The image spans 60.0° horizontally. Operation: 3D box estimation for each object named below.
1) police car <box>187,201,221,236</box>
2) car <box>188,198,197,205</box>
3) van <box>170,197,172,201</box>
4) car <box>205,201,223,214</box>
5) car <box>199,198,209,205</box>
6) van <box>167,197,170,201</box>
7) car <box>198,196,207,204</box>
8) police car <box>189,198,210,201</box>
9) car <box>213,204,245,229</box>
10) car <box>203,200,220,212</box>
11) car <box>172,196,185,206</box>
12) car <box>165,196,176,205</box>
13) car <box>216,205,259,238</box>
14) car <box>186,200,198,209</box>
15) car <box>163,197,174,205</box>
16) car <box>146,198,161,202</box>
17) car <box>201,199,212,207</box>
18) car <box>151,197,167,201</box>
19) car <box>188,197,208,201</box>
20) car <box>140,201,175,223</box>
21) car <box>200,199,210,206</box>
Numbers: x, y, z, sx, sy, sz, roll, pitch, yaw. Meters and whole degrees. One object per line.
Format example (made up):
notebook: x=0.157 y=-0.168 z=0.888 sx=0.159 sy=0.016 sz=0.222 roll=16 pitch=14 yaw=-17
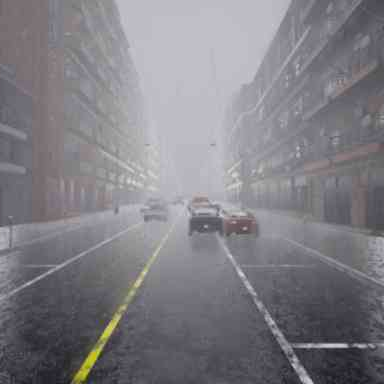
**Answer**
police car: x=0.733 y=1.569 z=19.417 sx=1.930 sy=1.638 sz=5.238 roll=0 pitch=0 yaw=0
car: x=0.090 y=2.038 z=70.035 sx=1.812 sy=1.442 sz=4.674 roll=0 pitch=-1 yaw=0
van: x=-5.211 y=1.876 z=62.957 sx=1.690 sy=1.788 sz=3.998 roll=1 pitch=-1 yaw=0
car: x=2.636 y=1.869 z=40.761 sx=1.887 sy=1.381 sz=4.507 roll=1 pitch=-1 yaw=0
car: x=2.688 y=2.089 z=73.946 sx=1.967 sy=1.590 sz=4.097 roll=1 pitch=-1 yaw=0
van: x=-5.218 y=1.821 z=57.425 sx=1.690 sy=1.788 sz=3.998 roll=1 pitch=-1 yaw=0
car: x=2.663 y=2.083 z=85.008 sx=2.192 sy=1.841 sz=5.009 roll=1 pitch=-1 yaw=0
police car: x=0.862 y=1.650 z=29.422 sx=1.930 sy=1.638 sz=5.238 roll=0 pitch=0 yaw=0
car: x=2.615 y=1.708 z=24.341 sx=1.752 sy=1.417 sz=4.829 roll=1 pitch=0 yaw=0
car: x=2.643 y=1.924 z=46.292 sx=2.008 sy=1.369 sz=4.403 roll=1 pitch=-1 yaw=0
car: x=-2.664 y=1.811 z=68.219 sx=2.150 sy=2.045 sz=5.566 roll=0 pitch=-1 yaw=0
car: x=-5.189 y=2.025 z=79.547 sx=2.192 sy=1.841 sz=5.009 roll=1 pitch=-1 yaw=0
car: x=2.608 y=1.682 z=18.639 sx=1.887 sy=1.381 sz=4.507 roll=1 pitch=0 yaw=0
car: x=0.070 y=2.056 z=55.058 sx=1.895 sy=1.301 sz=4.718 roll=0 pitch=-1 yaw=0
car: x=-5.197 y=1.966 z=74.017 sx=2.192 sy=1.841 sz=5.009 roll=1 pitch=-1 yaw=0
car: x=-5.244 y=1.850 z=40.664 sx=1.752 sy=1.417 sz=4.829 roll=2 pitch=-1 yaw=0
car: x=2.664 y=2.078 z=62.883 sx=1.887 sy=1.381 sz=4.507 roll=1 pitch=-1 yaw=0
car: x=-5.231 y=1.691 z=46.367 sx=2.192 sy=1.841 sz=5.009 roll=2 pitch=-1 yaw=0
car: x=0.870 y=1.502 z=35.348 sx=2.150 sy=2.045 sz=5.566 roll=0 pitch=0 yaw=0
car: x=-2.813 y=1.759 z=27.708 sx=2.033 sy=1.411 sz=5.357 roll=0 pitch=0 yaw=0
car: x=2.671 y=2.135 z=68.413 sx=1.887 sy=1.381 sz=4.507 roll=1 pitch=-1 yaw=0
